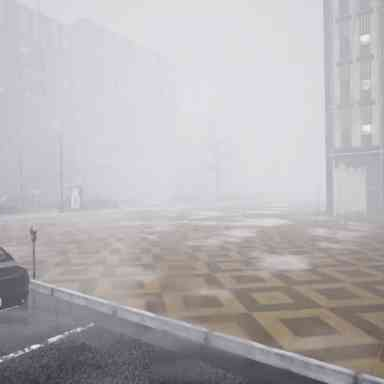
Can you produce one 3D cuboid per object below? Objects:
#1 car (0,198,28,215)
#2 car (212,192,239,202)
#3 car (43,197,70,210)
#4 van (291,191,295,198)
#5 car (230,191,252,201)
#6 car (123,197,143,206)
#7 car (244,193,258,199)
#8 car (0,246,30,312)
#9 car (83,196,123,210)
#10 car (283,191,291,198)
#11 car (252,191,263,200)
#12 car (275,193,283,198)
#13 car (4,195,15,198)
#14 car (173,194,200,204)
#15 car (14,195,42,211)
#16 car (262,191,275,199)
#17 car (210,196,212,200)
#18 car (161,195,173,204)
[{"bbox_3d":[-16.694,1.413,28.298,1.802,1.307,4.206,-1,0,36],"label":"car"},{"bbox_3d":[5.990,1.093,59.644,2.008,1.369,4.403,-1,0,36],"label":"car"},{"bbox_3d":[-15.090,1.360,40.395,1.812,1.442,4.674,-1,0,36],"label":"car"},{"bbox_3d":[25.432,0.654,86.511,1.690,1.788,3.998,-1,0,36],"label":"van"},{"bbox_3d":[9.231,1.048,64.121,1.887,1.381,4.507,-1,0,36],"label":"car"},{"bbox_3d":[-9.383,1.362,48.278,1.895,1.301,4.718,-1,0,36],"label":"car"},{"bbox_3d":[15.406,1.040,86.947,1.947,1.339,4.313,-1,0,36],"label":"car"},{"bbox_3d":[-4.926,1.553,6.558,4.403,1.369,2.008,0,-1,35],"label":"car"},{"bbox_3d":[-10.214,1.186,37.254,1.967,1.590,4.097,-1,0,36],"label":"car"},{"bbox_3d":[22.194,0.932,82.033,1.802,1.307,4.206,-1,0,36],"label":"car"},{"bbox_3d":[12.472,1.046,68.599,1.802,1.307,4.206,-1,0,36],"label":"car"},{"bbox_3d":[18.953,0.938,77.555,2.008,1.369,4.403,-1,0,36],"label":"car"},{"bbox_3d":[-20.654,1.385,32.699,1.882,1.535,5.008,-1,0,37],"label":"car"},{"bbox_3d":[-0.492,1.062,50.688,1.967,1.590,4.097,-1,0,36],"label":"car"},{"bbox_3d":[-20.243,1.228,37.690,2.192,1.841,5.009,-1,0,36],"label":"car"},{"bbox_3d":[15.710,0.740,73.077,2.192,1.841,5.009,-1,0,36],"label":"car"},{"bbox_3d":[5.683,1.029,73.513,1.967,1.590,4.097,-1,0,36],"label":"car"},{"bbox_3d":[-3.213,1.175,56.718,2.128,1.511,4.902,-1,0,37],"label":"car"}]
